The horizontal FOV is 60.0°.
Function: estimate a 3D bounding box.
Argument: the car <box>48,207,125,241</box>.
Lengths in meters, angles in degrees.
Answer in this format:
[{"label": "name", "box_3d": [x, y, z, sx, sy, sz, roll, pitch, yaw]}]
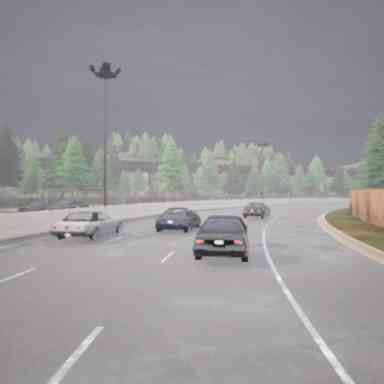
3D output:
[{"label": "car", "box_3d": [-5.089, 1.623, 16.906, 1.895, 1.301, 4.718, 0, 0, 11]}]

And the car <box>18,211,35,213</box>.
[{"label": "car", "box_3d": [-15.304, 1.582, 33.499, 1.994, 1.385, 4.181, 0, 0, 19]}]

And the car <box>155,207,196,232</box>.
[{"label": "car", "box_3d": [-0.746, 1.615, 20.205, 1.994, 1.385, 4.181, 0, 0, 13]}]

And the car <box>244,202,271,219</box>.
[{"label": "car", "box_3d": [5.976, 1.659, 30.452, 2.033, 1.411, 5.357, 0, 0, 21]}]

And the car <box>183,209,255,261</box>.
[{"label": "car", "box_3d": [1.215, 1.588, 12.585, 2.033, 1.411, 5.357, 0, 0, 9]}]

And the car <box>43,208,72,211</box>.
[{"label": "car", "box_3d": [-12.028, 1.535, 32.330, 1.837, 1.490, 4.892, 0, 0, 19]}]

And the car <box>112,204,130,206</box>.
[{"label": "car", "box_3d": [-7.268, 1.413, 35.221, 2.097, 1.767, 4.553, 0, 0, 21]}]
